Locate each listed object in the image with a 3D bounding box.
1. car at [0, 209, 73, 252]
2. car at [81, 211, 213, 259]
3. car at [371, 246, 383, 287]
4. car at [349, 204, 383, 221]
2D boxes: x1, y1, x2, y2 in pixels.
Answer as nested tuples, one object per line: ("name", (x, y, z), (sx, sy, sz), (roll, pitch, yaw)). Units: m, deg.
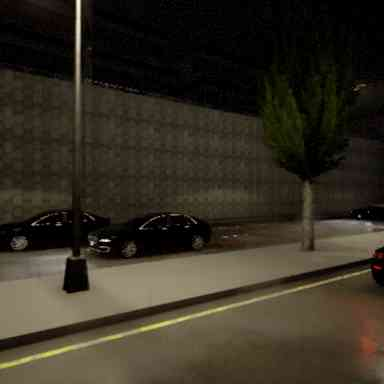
("car", (-5.778, 1.524, 13.998), (4.892, 1.490, 1.837), (0, 0, -36))
("car", (-1.440, 1.540, 12.793), (4.892, 1.490, 1.837), (0, 0, -35))
("car", (6.201, 1.581, 8.167), (4.674, 1.442, 1.812), (1, 0, -35))
("car", (15.994, 1.771, 29.443), (4.718, 1.301, 1.895), (0, 0, -35))
